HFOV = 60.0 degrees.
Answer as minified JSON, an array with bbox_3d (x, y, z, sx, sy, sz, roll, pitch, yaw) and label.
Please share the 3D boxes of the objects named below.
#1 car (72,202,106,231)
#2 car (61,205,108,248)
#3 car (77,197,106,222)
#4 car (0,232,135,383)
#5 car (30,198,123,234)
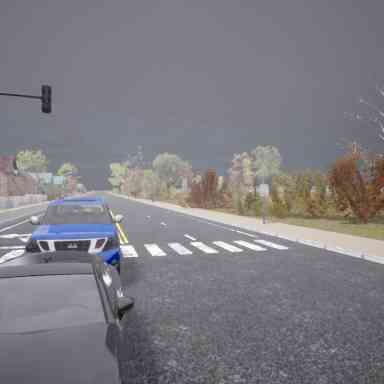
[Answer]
[{"bbox_3d":[-6.636,1.468,21.755,1.882,1.535,5.008,0,0,-16],"label":"car"},{"bbox_3d":[-5.045,1.498,16.016,1.837,1.490,4.892,0,0,-15],"label":"car"},{"bbox_3d":[-8.219,1.337,27.482,2.097,1.767,4.553,0,0,-16],"label":"car"},{"bbox_3d":[-1.700,1.524,3.868,1.812,1.442,4.674,0,0,-13],"label":"car"},{"bbox_3d":[-3.364,1.218,9.951,2.150,2.045,5.566,0,0,-15],"label":"car"}]
